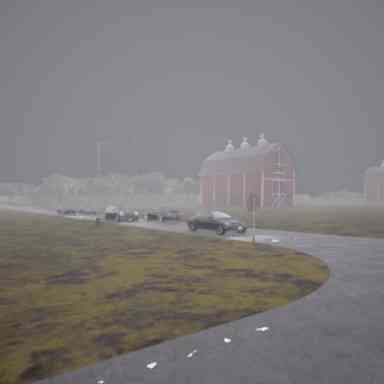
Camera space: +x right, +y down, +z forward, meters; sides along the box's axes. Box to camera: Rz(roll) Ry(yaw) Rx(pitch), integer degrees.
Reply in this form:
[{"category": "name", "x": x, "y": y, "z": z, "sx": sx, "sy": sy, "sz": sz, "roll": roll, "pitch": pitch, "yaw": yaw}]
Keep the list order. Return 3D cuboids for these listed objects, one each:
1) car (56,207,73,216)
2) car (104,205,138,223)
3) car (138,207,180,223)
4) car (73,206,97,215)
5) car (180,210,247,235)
[{"category": "car", "x": -18.835, "y": 2.827, "z": 49.808, "sx": 1.895, "sy": 1.301, "sz": 4.718, "roll": 1, "pitch": -2, "yaw": -36}, {"category": "car", "x": -7.109, "y": 2.089, "z": 33.352, "sx": 2.097, "sy": 1.767, "sz": 4.553, "roll": 1, "pitch": -2, "yaw": -36}, {"category": "car", "x": -3.010, "y": 2.215, "z": 32.666, "sx": 2.128, "sy": 1.511, "sz": 4.902, "roll": 1, "pitch": -2, "yaw": -36}, {"category": "car", "x": -15.869, "y": 2.802, "z": 50.517, "sx": 2.033, "sy": 1.411, "sz": 5.357, "roll": 1, "pitch": -2, "yaw": -35}, {"category": "car", "x": 1.467, "y": 1.901, "z": 21.413, "sx": 1.812, "sy": 1.442, "sz": 4.674, "roll": 1, "pitch": -2, "yaw": -36}]
